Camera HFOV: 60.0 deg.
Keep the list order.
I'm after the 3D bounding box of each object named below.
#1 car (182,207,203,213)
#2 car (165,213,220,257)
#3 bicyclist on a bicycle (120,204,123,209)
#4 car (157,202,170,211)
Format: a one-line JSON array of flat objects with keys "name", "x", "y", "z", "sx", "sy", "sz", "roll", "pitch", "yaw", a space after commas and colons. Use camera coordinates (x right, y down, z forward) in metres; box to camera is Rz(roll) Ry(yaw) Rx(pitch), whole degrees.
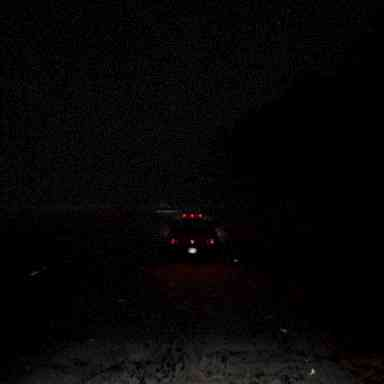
[{"name": "car", "x": 0.036, "y": 1.956, "z": 28.541, "sx": 1.895, "sy": 1.301, "sz": 4.718, "roll": 0, "pitch": -1, "yaw": 1}, {"name": "car", "x": 0.037, "y": 1.726, "z": 13.470, "sx": 1.895, "sy": 1.301, "sz": 4.718, "roll": 0, "pitch": -1, "yaw": 1}, {"name": "bicyclist on a bicycle", "x": -19.463, "y": 3.858, "z": 91.611, "sx": 1.656, "sy": 1.620, "sz": 0.582, "roll": -3, "pitch": -5, "yaw": 44}, {"name": "car", "x": -4.993, "y": 2.574, "z": 58.712, "sx": 1.812, "sy": 1.442, "sz": 4.674, "roll": 1, "pitch": -2, "yaw": -13}]
